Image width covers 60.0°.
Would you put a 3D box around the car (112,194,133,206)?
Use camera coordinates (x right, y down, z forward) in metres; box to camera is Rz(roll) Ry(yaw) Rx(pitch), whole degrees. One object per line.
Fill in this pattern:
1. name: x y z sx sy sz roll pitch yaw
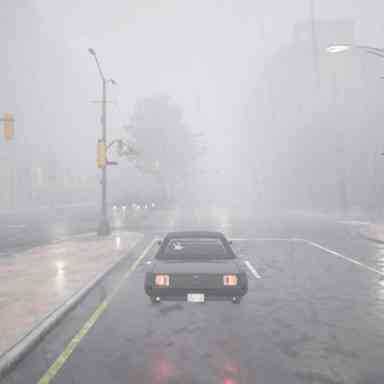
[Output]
1. car: -11.588 1.525 55.107 1.812 1.442 4.674 0 0 0

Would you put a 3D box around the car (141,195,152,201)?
1. car: -11.500 1.525 84.637 2.128 1.511 4.902 0 0 0

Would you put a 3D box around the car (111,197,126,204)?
1. car: -14.749 1.595 66.814 1.895 1.301 4.718 0 0 0

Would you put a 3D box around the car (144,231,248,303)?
1. car: 0.075 1.601 8.160 1.895 1.301 4.718 0 0 0

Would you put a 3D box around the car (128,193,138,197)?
1. car: -11.537 1.221 64.520 2.150 2.045 5.566 0 0 1

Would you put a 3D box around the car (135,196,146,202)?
1. car: -11.500 1.552 74.403 1.994 1.385 4.181 0 0 0

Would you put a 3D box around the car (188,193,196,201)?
1. car: 0.000 1.540 81.633 2.033 1.411 5.357 0 0 0

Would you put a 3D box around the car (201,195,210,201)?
1. car: 3.500 1.595 85.728 1.895 1.301 4.718 0 0 0

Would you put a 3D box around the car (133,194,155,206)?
1. car: -8.088 1.547 56.506 2.033 1.411 5.357 0 0 0

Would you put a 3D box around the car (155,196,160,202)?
1. car: -8.029 1.564 65.742 1.994 1.385 4.181 0 0 1
